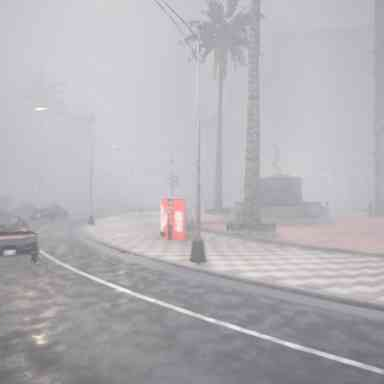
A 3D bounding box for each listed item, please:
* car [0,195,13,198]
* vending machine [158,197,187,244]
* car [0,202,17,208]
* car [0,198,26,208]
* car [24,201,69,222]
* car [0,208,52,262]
[{"bbox_3d":[-21.828,1.364,36.268,2.150,2.045,5.566,0,-1,12],"label":"car"},{"bbox_3d":[-0.921,1.300,15.723,1.100,2.100,0.880,0,0,-34],"label":"vending machine"},{"bbox_3d":[-15.061,1.672,24.709,1.994,1.385,4.181,0,0,-8],"label":"car"},{"bbox_3d":[-18.409,1.697,35.499,1.812,1.442,4.674,0,-1,11],"label":"car"},{"bbox_3d":[-11.830,1.667,27.737,1.812,1.442,4.674,0,0,-2],"label":"car"},{"bbox_3d":[-6.689,1.545,11.609,2.128,1.511,4.902,0,0,-36],"label":"car"}]
